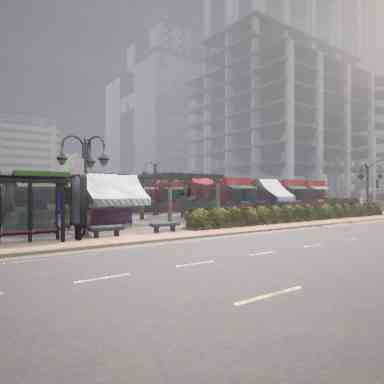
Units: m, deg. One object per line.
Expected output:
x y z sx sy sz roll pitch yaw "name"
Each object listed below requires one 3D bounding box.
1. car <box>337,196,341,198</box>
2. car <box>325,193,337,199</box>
29.692 1.111 71.018 1.905 1.878 3.866 0 0 -36 "car"
27.301 1.111 69.307 1.905 1.878 3.866 0 0 -36 "car"
